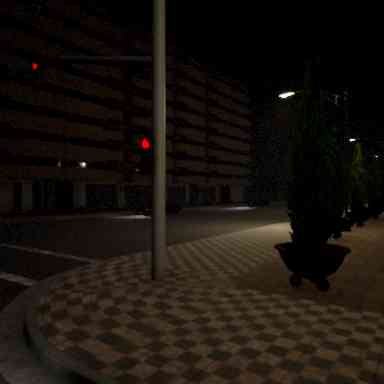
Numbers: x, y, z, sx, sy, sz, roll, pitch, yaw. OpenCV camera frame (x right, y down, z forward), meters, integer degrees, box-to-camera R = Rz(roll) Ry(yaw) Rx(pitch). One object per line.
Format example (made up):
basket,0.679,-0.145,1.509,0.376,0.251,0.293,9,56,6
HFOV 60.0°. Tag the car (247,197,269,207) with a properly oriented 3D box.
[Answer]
car,9.976,1.447,50.139,2.128,1.511,4.902,0,0,36

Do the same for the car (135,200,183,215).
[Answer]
car,-3.079,1.501,32.360,2.033,1.411,5.357,0,0,36
